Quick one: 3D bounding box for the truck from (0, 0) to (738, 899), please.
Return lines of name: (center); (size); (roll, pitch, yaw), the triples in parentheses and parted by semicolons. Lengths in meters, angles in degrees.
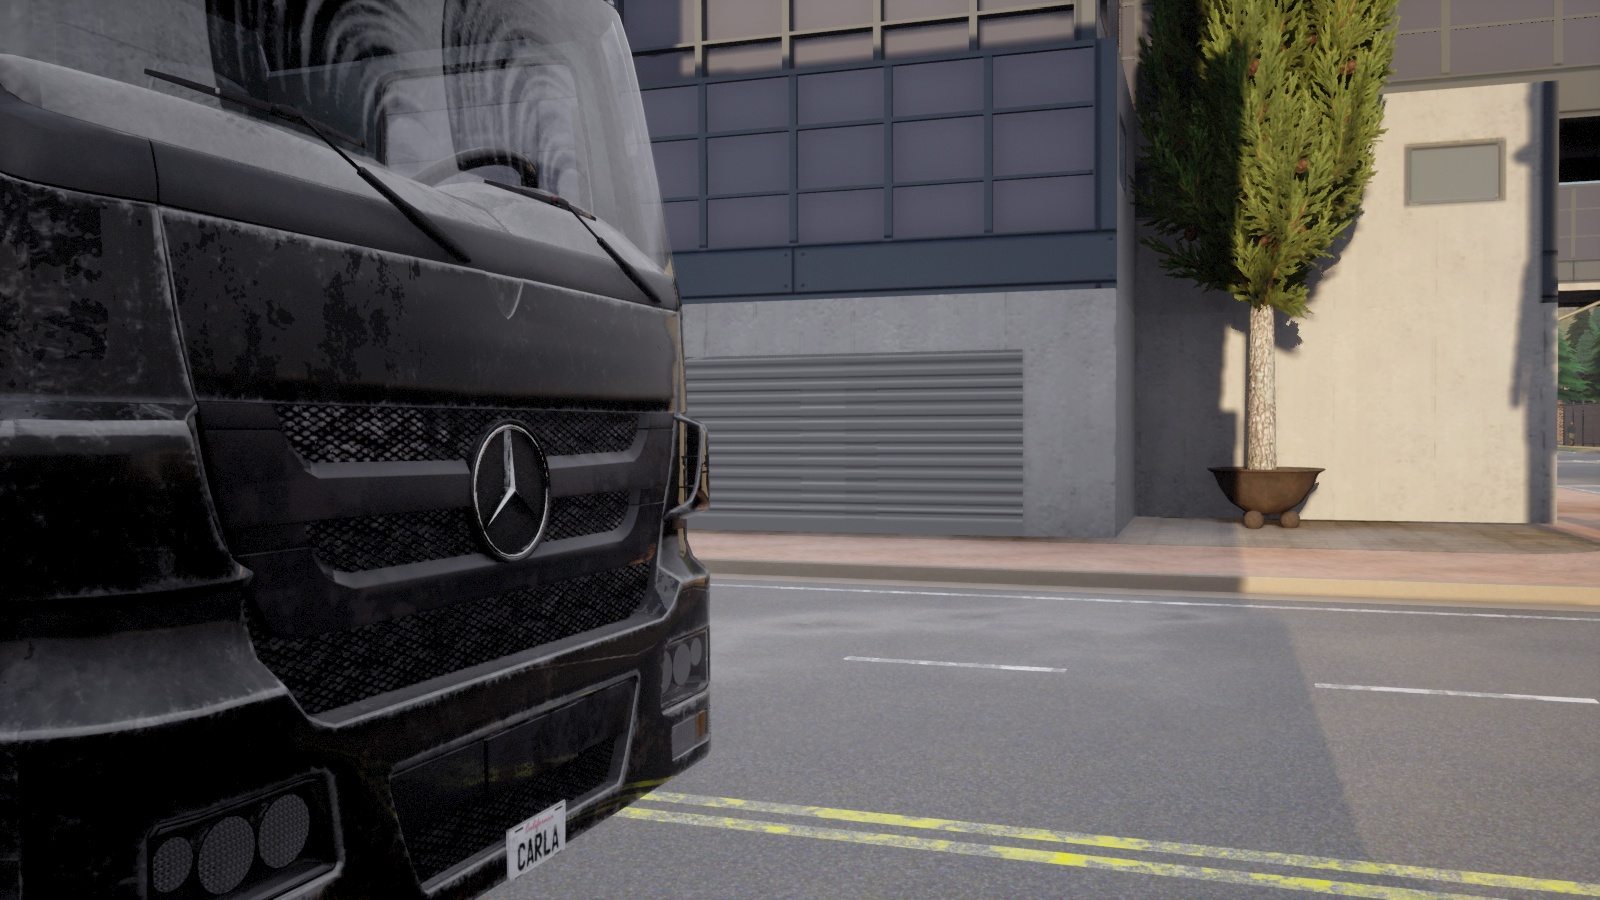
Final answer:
truck: (-4.464, -0.248, 4.736); (7.936, 3.462, 2.891); (1, 1, 20)
